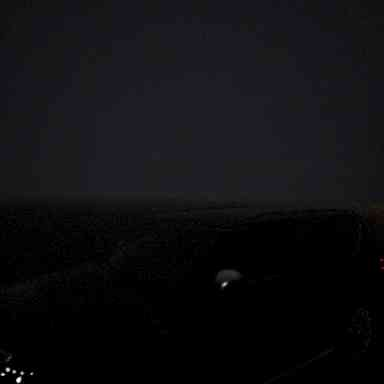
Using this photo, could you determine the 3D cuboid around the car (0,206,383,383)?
[{"bbox_3d":[0.330,1.240,4.266,5.566,2.045,2.150,0,0,-36],"label":"car"}]
